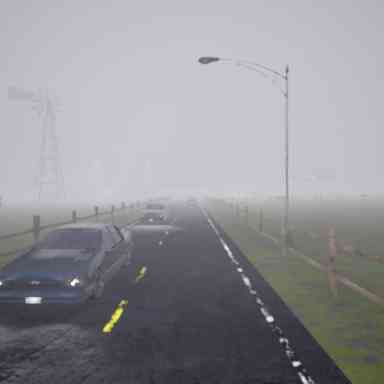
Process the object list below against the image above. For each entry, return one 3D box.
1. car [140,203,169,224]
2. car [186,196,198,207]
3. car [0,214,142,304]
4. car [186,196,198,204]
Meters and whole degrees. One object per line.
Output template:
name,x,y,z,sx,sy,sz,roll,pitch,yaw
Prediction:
car,-2.760,1.538,25.301,2.033,1.411,5.357,0,0,0
car,0.001,1.567,52.440,1.994,1.385,4.181,0,0,0
car,-2.808,1.542,8.580,2.033,1.411,5.357,0,0,0
car,0.001,1.502,62.476,2.128,1.511,4.902,0,0,0
